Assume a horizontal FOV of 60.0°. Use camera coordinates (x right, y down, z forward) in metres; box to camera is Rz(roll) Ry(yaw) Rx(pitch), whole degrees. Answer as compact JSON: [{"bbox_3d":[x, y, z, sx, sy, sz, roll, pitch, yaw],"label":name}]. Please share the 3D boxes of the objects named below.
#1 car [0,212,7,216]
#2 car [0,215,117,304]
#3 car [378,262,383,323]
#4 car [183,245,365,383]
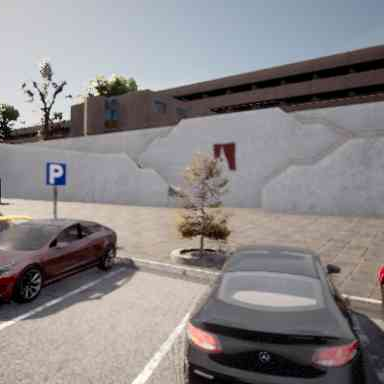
[{"bbox_3d":[-6.131,1.386,9.957,1.946,1.575,5.366,1,0,15],"label":"car"},{"bbox_3d":[-3.664,1.454,8.376,2.163,1.488,4.792,1,0,16],"label":"car"},{"bbox_3d":[3.640,1.248,3.238,2.435,2.045,5.566,0,-1,15],"label":"car"},{"bbox_3d":[1.200,1.517,4.937,2.002,1.452,4.674,0,0,15],"label":"car"}]
